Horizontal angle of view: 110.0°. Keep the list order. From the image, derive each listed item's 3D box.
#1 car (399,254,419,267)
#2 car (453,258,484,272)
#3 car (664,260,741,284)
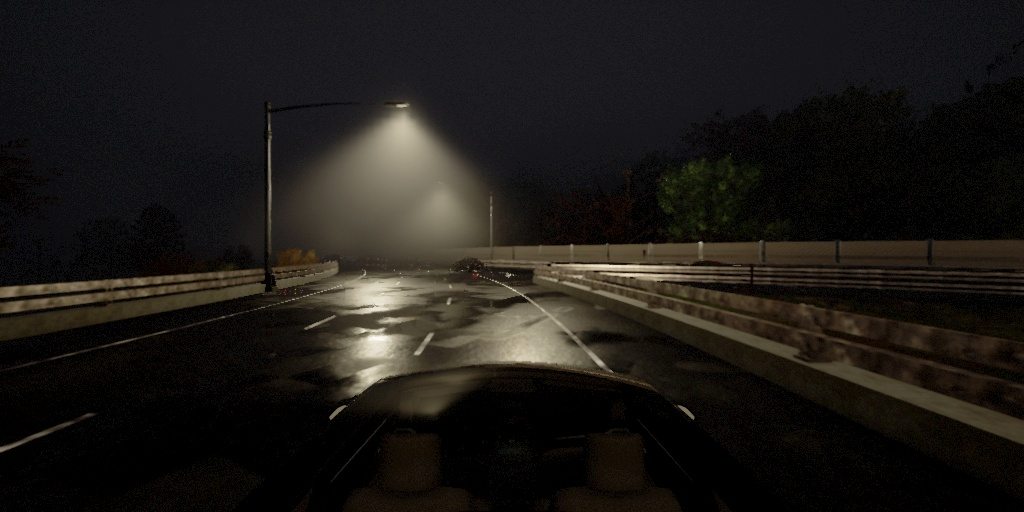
[{"bbox_3d":[-17.885,0.612,62.069,2.150,2.045,5.566,0,0,-32],"label":"car"},{"bbox_3d":[-4.962,0.968,41.091,1.812,1.442,4.674,0,0,-39],"label":"car"},{"bbox_3d":[12.828,1.003,24.362,4.674,1.442,1.812,0,0,34],"label":"car"}]
